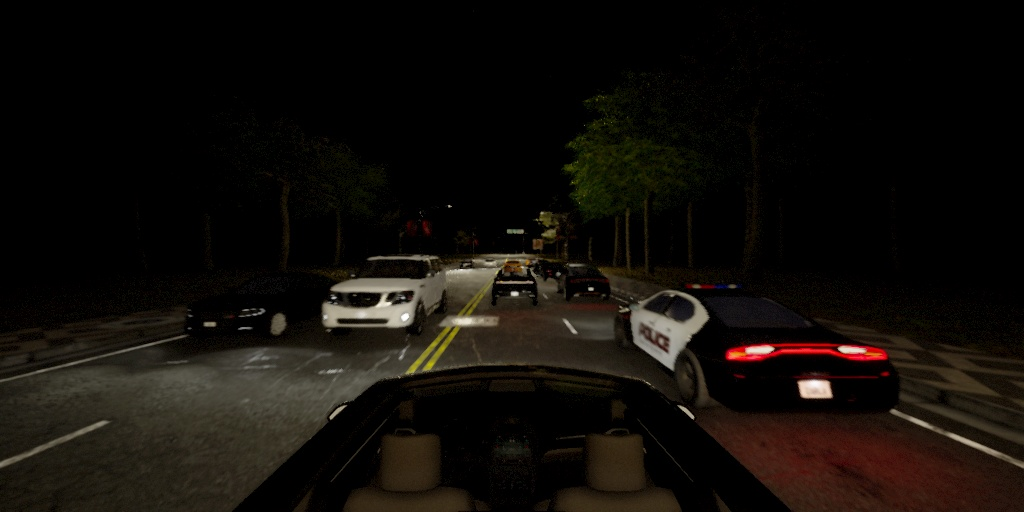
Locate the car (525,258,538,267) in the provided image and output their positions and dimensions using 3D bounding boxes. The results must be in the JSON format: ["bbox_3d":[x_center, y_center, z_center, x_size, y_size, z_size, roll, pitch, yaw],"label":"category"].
[{"bbox_3d":[3.267,1.044,61.251,1.882,1.535,5.008,0,0,0],"label":"car"}]

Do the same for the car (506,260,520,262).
[{"bbox_3d":[0.110,1.138,37.462,1.882,1.535,5.008,0,0,0],"label":"car"}]

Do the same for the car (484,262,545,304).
[{"bbox_3d":[0.105,1.214,16.020,2.128,1.511,4.902,0,0,0],"label":"car"}]

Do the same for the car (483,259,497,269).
[{"bbox_3d":[-3.284,1.122,53.679,1.812,1.442,4.674,0,0,0],"label":"car"}]

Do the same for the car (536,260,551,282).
[{"bbox_3d":[3.210,1.217,28.407,1.812,1.442,4.674,0,0,-2],"label":"car"}]

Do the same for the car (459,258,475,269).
[{"bbox_3d":[-6.538,1.092,52.653,2.128,1.511,4.902,0,0,1],"label":"car"}]

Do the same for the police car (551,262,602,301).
[{"bbox_3d":[3.254,1.145,17.362,1.930,1.638,5.238,0,0,0],"label":"police car"}]

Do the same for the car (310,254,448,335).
[{"bbox_3d":[-3.346,0.954,10.744,2.150,2.045,5.566,0,0,0],"label":"car"}]

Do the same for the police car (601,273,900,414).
[{"bbox_3d":[3.251,1.246,6.253,2.038,1.542,4.974,0,0,0],"label":"police car"}]

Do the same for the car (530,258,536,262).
[{"bbox_3d":[3.261,1.157,39.252,1.837,1.490,4.892,0,0,0],"label":"car"}]

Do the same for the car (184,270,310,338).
[{"bbox_3d":[-6.597,1.212,10.325,1.882,1.535,5.008,0,0,0],"label":"car"}]

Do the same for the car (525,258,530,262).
[{"bbox_3d":[3.264,1.174,50.251,1.994,1.385,4.181,0,0,0],"label":"car"}]
